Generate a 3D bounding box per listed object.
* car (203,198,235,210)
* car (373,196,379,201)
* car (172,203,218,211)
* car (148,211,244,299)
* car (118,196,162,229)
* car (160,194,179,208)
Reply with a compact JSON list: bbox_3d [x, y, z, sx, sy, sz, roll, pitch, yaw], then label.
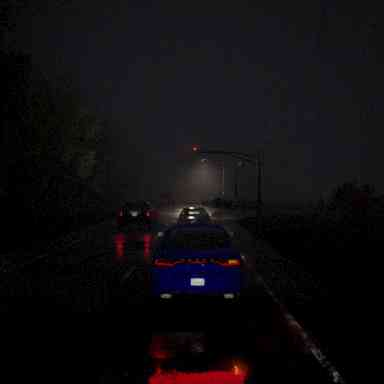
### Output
[{"bbox_3d":[3.567,1.584,45.107,4.892,1.490,1.837,4,4,42],"label":"car"},{"bbox_3d":[21.123,1.509,40.724,5.566,2.045,2.150,1,-1,0],"label":"car"},{"bbox_3d":[0.110,1.552,18.177,2.033,1.411,5.357,0,0,0],"label":"car"},{"bbox_3d":[0.103,1.480,8.501,1.882,1.535,5.008,0,0,0],"label":"car"},{"bbox_3d":[-3.392,1.357,21.706,2.097,1.767,4.553,0,0,0],"label":"car"},{"bbox_3d":[-3.384,1.230,45.592,2.150,2.045,5.566,0,0,0],"label":"car"}]
